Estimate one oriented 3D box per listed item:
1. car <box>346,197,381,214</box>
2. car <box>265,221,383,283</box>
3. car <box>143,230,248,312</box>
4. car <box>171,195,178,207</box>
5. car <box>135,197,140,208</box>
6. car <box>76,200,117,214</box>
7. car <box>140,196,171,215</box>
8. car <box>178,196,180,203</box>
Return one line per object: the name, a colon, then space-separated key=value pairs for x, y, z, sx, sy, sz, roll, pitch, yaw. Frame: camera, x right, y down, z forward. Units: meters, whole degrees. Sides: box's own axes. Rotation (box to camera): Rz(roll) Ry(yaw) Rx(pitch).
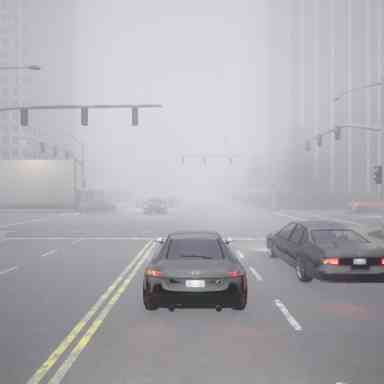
car: x=17.885 y=1.296 z=33.280 sx=4.553 sy=1.767 sz=2.097 roll=0 pitch=0 yaw=0
car: x=3.582 y=1.547 z=9.679 sx=2.033 sy=1.411 sz=5.357 roll=0 pitch=0 yaw=-1
car: x=0.061 y=1.564 z=7.796 sx=1.994 sy=1.385 sz=4.181 roll=0 pitch=0 yaw=0
car: x=-3.598 y=1.491 z=49.837 sx=2.128 sy=1.511 sz=4.902 roll=0 pitch=0 yaw=0
car: x=-7.096 y=1.492 z=49.044 sx=2.128 sy=1.511 sz=4.902 roll=0 pitch=0 yaw=0
car: x=-10.053 y=1.532 z=35.102 sx=4.181 sy=1.385 sz=1.994 roll=0 pitch=1 yaw=-45
car: x=-3.601 y=1.324 z=33.521 sx=2.097 sy=1.767 sz=4.553 roll=0 pitch=0 yaw=0
car: x=-3.506 y=1.504 z=69.460 sx=1.837 sy=1.490 sz=4.892 roll=0 pitch=0 yaw=0
